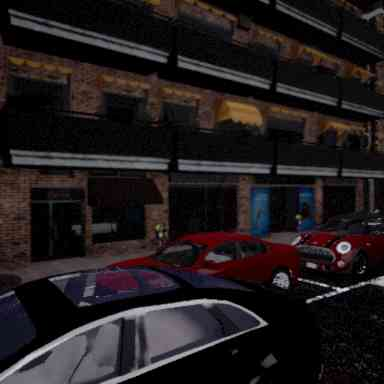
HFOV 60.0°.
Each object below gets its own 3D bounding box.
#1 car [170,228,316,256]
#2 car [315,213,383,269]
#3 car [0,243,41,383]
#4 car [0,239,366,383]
[{"bbox_3d":[0.295,1.533,6.776,4.507,1.381,1.887,0,0,-36],"label":"car"},{"bbox_3d":[4.794,1.412,9.987,4.097,1.590,1.967,0,0,-36],"label":"car"},{"bbox_3d":[-4.203,1.555,3.566,4.403,1.369,2.008,0,0,-36],"label":"car"},{"bbox_3d":[-0.971,1.490,2.656,4.902,1.511,2.128,0,0,-35],"label":"car"}]
